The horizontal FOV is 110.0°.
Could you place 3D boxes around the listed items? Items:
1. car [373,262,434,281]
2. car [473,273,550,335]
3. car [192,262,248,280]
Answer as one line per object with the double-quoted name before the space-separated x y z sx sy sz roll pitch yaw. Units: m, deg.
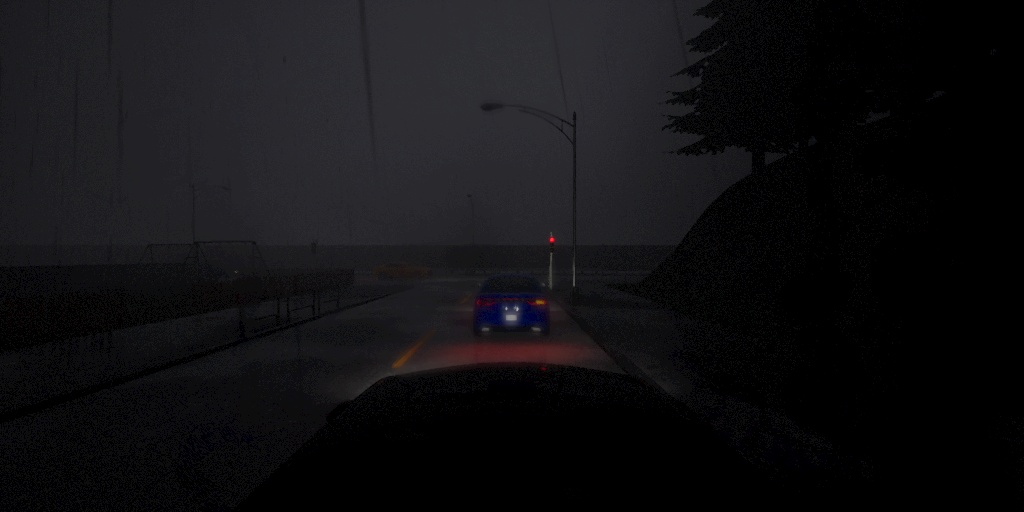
"car" -9.081 1.227 30.033 5.008 1.535 1.882 0 0 9
"car" -0.004 1.228 10.492 1.882 1.535 5.008 0 0 0
"car" -25.242 1.254 30.555 4.892 1.490 1.837 0 0 0
